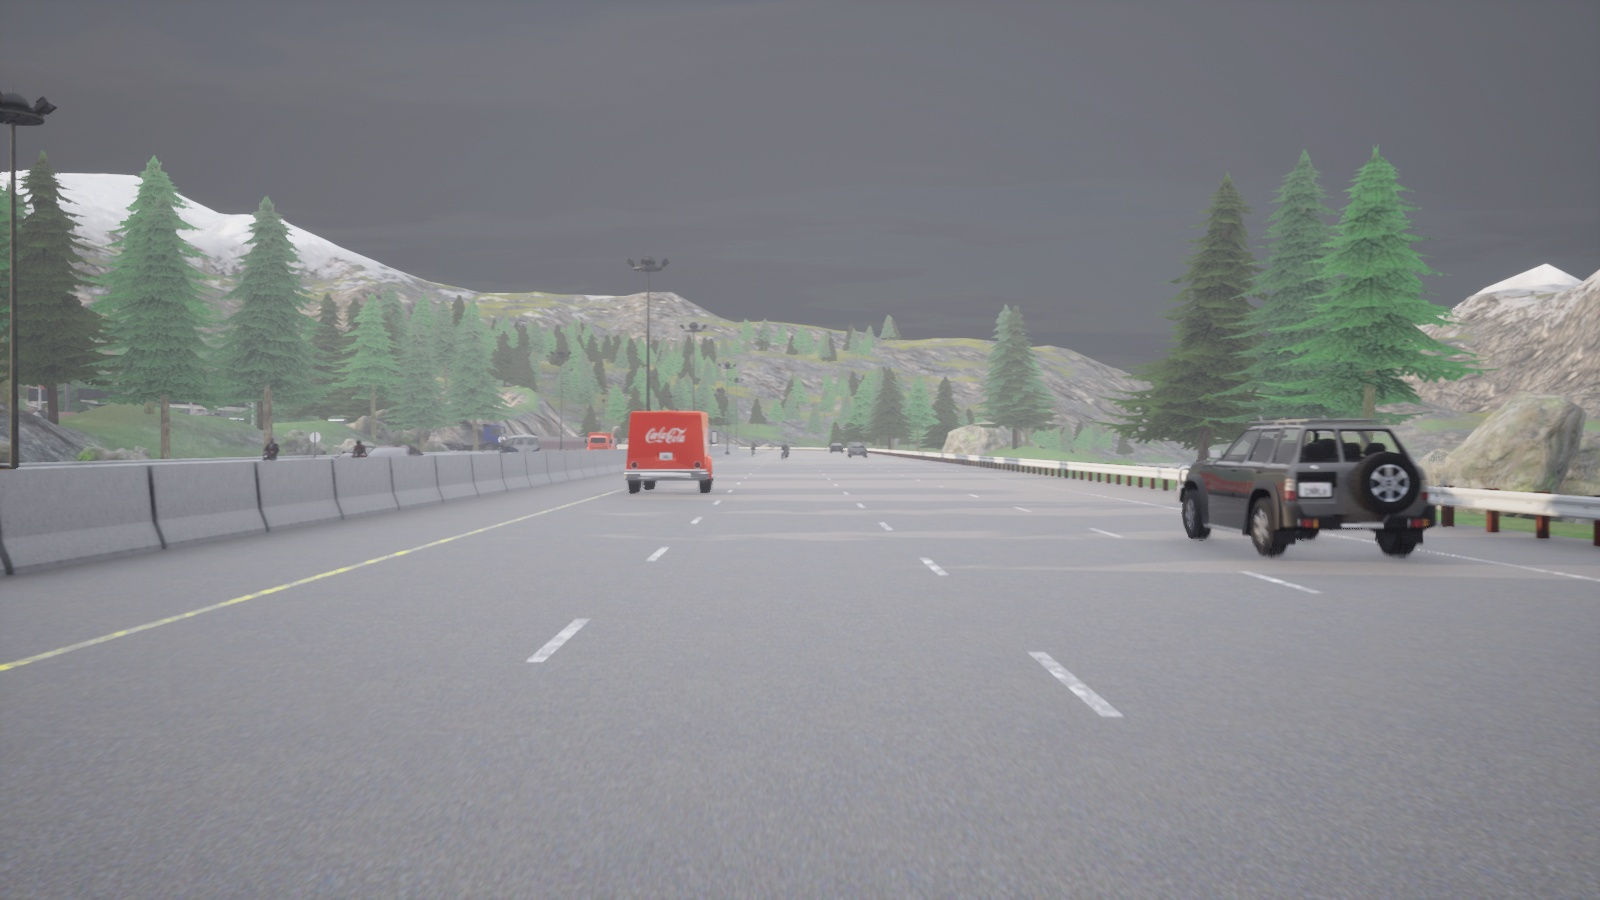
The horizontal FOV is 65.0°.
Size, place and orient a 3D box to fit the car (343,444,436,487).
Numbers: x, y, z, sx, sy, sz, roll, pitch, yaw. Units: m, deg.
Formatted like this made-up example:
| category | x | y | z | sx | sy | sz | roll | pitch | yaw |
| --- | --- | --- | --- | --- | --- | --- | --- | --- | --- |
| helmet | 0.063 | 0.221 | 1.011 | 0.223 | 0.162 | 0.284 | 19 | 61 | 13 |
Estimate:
| category | x | y | z | sx | sy | sz | roll | pitch | yaw |
| --- | --- | --- | --- | --- | --- | --- | --- | --- | --- |
| car | -14.456 | 0.512 | 44.486 | 1.812 | 1.442 | 4.674 | 0 | 0 | -1 |

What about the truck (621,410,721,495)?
| category | x | y | z | sx | sy | sz | roll | pitch | yaw |
| --- | --- | --- | --- | --- | --- | --- | --- | --- | --- |
| truck | -3.894 | 0.042 | 38.967 | 2.627 | 2.467 | 5.204 | 0 | 1 | -1 |

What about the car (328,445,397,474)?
| category | x | y | z | sx | sy | sz | roll | pitch | yaw |
| --- | --- | --- | --- | --- | --- | --- | --- | --- | --- |
| car | -21.622 | 0.447 | 62.215 | 1.994 | 1.385 | 4.181 | 0 | 0 | -1 |

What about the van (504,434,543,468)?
| category | x | y | z | sx | sy | sz | roll | pitch | yaw |
| --- | --- | --- | --- | --- | --- | --- | --- | --- | --- |
| van | -16.611 | 0.066 | 75.307 | 1.775 | 1.987 | 4.442 | 0 | 0 | -19 |

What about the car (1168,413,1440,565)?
| category | x | y | z | sx | sy | sz | roll | pitch | yaw |
| --- | --- | --- | --- | --- | --- | --- | --- | --- | --- |
| car | 6.839 | 0.469 | 17.666 | 1.932 | 1.855 | 4.605 | 0 | 0 | -1 |

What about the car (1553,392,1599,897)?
| category | x | y | z | sx | sy | sz | roll | pitch | yaw |
| --- | --- | --- | --- | --- | --- | --- | --- | --- | --- |
| car | 3.500 | 0.634 | 2.283 | 1.851 | 1.617 | 3.988 | 0 | 0 | 0 |
